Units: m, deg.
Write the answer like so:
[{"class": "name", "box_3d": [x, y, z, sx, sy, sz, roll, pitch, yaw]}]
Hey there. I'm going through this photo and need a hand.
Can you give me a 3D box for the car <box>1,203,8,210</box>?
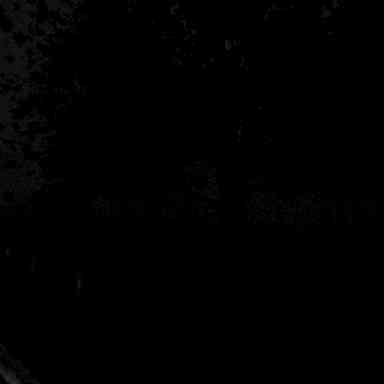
[{"class": "car", "box_3d": [-25.883, 1.615, 42.170, 2.185, 1.767, 4.553, -1, -1, 28]}]
